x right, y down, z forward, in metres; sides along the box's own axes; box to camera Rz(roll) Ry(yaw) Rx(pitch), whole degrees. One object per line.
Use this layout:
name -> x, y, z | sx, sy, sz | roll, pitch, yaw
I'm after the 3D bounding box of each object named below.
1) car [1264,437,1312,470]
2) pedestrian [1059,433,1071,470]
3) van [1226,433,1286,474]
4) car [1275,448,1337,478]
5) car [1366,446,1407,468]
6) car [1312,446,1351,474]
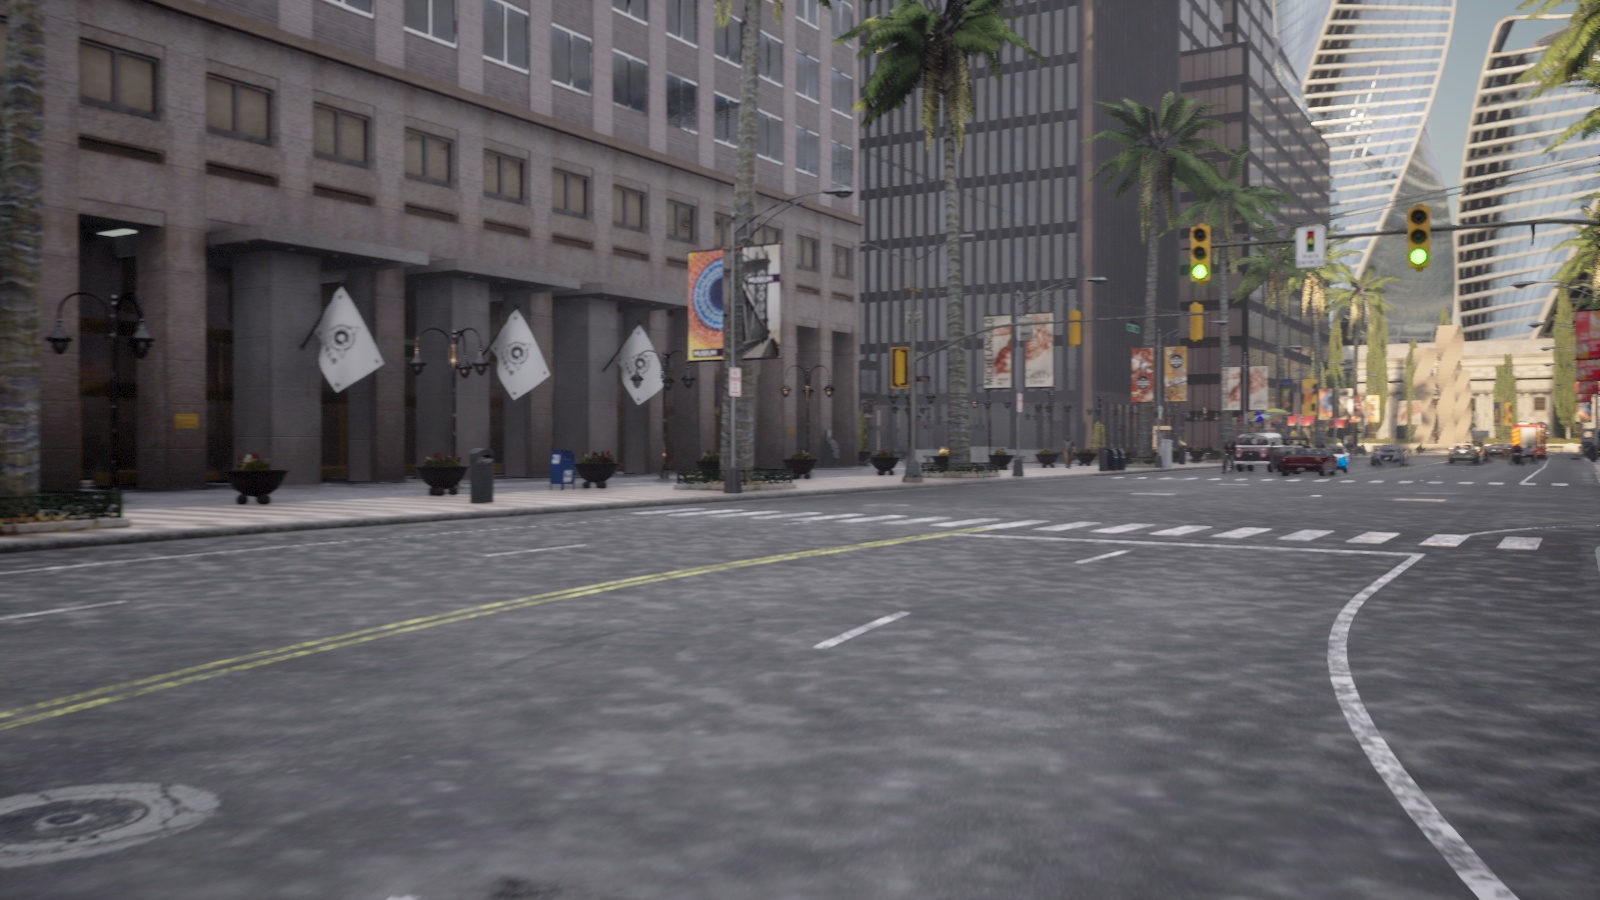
car -> 28.248, 0.191, 72.602 | 1.905, 1.878, 3.866 | 0, 0, 32
pedestrian -> 13.416, 0.072, 63.546 | 0.540, 1.848, 0.694 | 0, 0, 18
van -> 23.760, 0.151, 65.310 | 2.069, 2.038, 4.480 | 0, 0, 32
car -> 23.472, 0.567, 58.181 | 1.895, 1.301, 4.718 | 0, 0, 31
car -> 38.841, 0.422, 83.115 | 1.994, 1.385, 4.181 | 0, 0, 31
car -> 27.172, 0.496, 64.180 | 1.481, 1.376, 2.207 | 0, 0, 32
